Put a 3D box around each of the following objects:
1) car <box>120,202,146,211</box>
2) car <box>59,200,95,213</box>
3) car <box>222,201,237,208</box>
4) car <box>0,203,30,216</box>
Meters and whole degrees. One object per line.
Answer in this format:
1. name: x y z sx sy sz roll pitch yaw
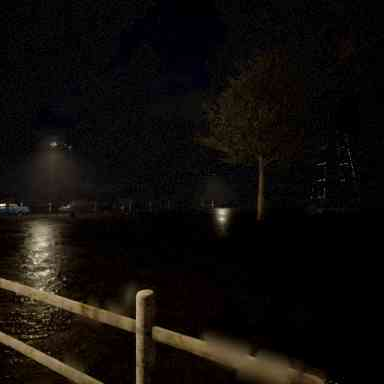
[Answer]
1. car: -9.233 2.259 52.274 1.812 1.442 4.674 -2 -2 36
2. car: -15.169 1.912 44.032 2.097 1.767 4.553 -2 -2 36
3. car: 7.688 2.627 69.501 1.994 1.385 4.181 -2 -2 36
4. car: -20.707 1.951 36.325 2.033 1.411 5.357 -2 -2 35
